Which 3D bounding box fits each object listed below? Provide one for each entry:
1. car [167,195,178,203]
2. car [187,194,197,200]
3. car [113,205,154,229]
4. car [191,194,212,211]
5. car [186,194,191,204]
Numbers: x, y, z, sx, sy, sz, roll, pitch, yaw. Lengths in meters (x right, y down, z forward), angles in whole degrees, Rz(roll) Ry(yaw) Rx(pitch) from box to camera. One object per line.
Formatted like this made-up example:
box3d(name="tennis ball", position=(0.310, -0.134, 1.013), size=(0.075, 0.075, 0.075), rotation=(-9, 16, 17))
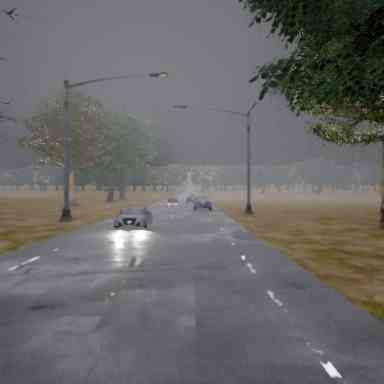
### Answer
box3d(name="car", position=(-3.511, 1.334, 61.478), size=(2.033, 1.411, 5.357), rotation=(0, 0, 1))
box3d(name="car", position=(0.015, 1.124, 74.661), size=(1.994, 1.385, 4.181), rotation=(0, 0, 0))
box3d(name="car", position=(-3.593, 1.521, 21.054), size=(1.994, 1.385, 4.181), rotation=(0, 0, 0))
box3d(name="car", position=(1.232, 1.240, 39.260), size=(2.097, 1.767, 4.553), rotation=(0, 0, 0))
box3d(name="car", position=(0.010, 1.152, 58.607), size=(2.097, 1.767, 4.553), rotation=(0, 0, 0))
